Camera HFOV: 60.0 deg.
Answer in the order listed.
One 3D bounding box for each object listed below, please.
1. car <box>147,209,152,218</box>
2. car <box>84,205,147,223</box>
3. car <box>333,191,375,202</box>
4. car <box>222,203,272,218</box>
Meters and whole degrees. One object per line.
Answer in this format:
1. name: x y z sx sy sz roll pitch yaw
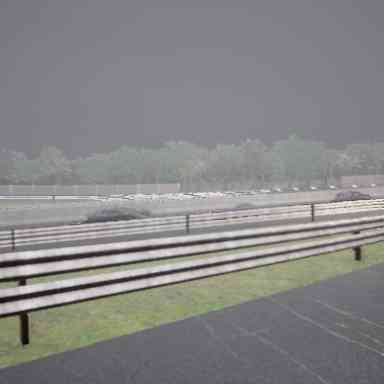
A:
1. car: -6.391 2.062 32.604 4.902 1.511 2.128 -3 2 -21
2. car: -6.743 2.141 28.732 4.892 1.490 1.837 -3 2 -21
3. car: 18.686 0.850 38.290 4.718 1.301 1.895 -3 2 -21
4. car: 4.801 1.660 29.333 4.674 1.442 1.812 -3 2 -21
